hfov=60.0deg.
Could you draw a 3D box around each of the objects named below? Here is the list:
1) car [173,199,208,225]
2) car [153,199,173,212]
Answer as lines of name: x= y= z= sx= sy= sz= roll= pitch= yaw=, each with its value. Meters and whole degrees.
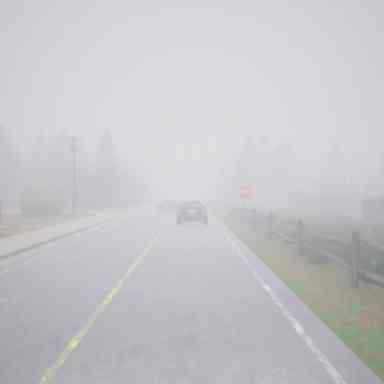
car: x=0.014 y=1.311 z=23.508 sx=2.097 sy=1.767 sz=4.553 roll=0 pitch=0 yaw=0
car: x=-2.488 y=1.494 z=38.850 sx=2.033 sy=1.411 sz=5.357 roll=0 pitch=0 yaw=-36
